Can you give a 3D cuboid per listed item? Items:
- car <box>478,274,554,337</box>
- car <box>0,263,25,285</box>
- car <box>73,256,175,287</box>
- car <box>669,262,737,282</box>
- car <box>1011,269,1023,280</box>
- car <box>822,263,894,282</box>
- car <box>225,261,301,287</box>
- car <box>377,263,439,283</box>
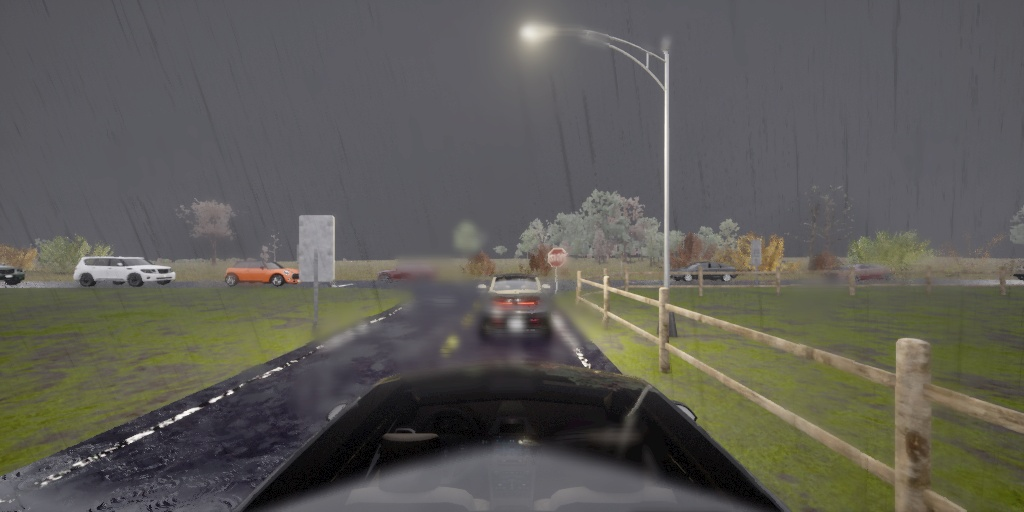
[{"bbox_3d":[0.105,1.254,10.304,1.837,1.490,4.892,0,0,0],"label":"car"},{"bbox_3d":[-37.826,1.076,25.037,5.566,2.045,2.150,0,0,1],"label":"car"},{"bbox_3d":[-26.843,1.043,24.924,5.566,2.045,2.150,0,0,1],"label":"car"},{"bbox_3d":[14.564,1.212,27.527,4.892,1.490,1.837,-1,0,0],"label":"car"},{"bbox_3d":[41.434,1.271,27.267,4.718,1.301,1.895,0,0,1],"label":"car"},{"bbox_3d":[26.374,1.249,27.425,4.181,1.385,1.994,0,0,1],"label":"car"},{"bbox_3d":[-16.989,1.145,24.839,4.553,1.767,2.097,0,0,1],"label":"car"},{"bbox_3d":[-8.004,1.292,27.715,4.674,1.442,1.812,0,0,0],"label":"car"}]
